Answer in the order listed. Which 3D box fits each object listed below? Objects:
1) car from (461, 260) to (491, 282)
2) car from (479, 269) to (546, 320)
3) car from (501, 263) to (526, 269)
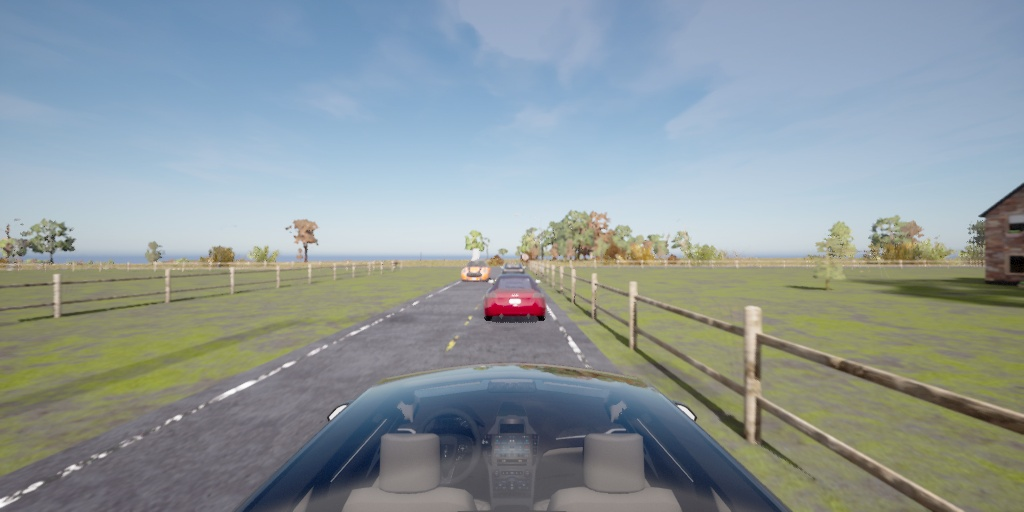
[{"bbox_3d":[-2.839,1.142,29.146,2.097,1.767,4.553,0,0,0],"label":"car"},{"bbox_3d":[0.093,1.332,12.768,1.994,1.385,4.181,0,0,0],"label":"car"},{"bbox_3d":[0.103,1.282,29.555,2.128,1.511,4.902,0,0,0],"label":"car"}]
